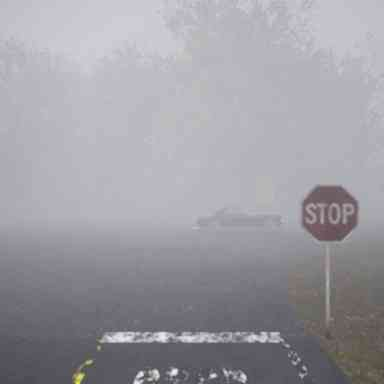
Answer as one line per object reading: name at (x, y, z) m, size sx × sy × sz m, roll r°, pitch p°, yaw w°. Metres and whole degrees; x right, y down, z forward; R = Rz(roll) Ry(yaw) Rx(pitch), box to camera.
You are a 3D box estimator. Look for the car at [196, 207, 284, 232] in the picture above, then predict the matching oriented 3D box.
car at (2.569, 1.486, 18.422) m, size 4.718 × 1.301 × 1.895 m, roll -1°, pitch 0°, yaw 0°
